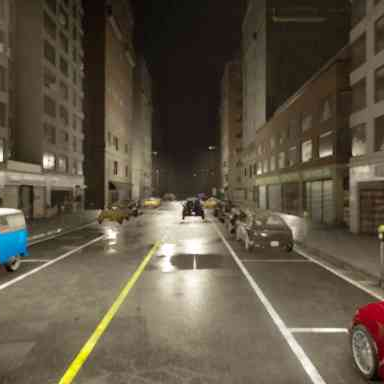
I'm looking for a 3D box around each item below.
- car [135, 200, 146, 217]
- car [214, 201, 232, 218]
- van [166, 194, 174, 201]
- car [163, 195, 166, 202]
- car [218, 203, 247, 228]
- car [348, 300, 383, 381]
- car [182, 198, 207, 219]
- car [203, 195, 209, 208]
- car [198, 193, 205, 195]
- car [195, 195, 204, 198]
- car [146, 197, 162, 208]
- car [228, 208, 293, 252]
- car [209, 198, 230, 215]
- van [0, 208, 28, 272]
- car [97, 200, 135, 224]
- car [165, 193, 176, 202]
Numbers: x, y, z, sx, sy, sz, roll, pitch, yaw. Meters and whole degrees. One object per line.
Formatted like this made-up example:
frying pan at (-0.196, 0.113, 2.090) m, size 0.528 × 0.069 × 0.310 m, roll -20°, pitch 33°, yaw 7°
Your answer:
car at (-5.665, 1.433, 30.258) m, size 1.967 × 1.590 × 4.097 m, roll 0°, pitch 0°, yaw 0°
car at (2.860, 1.576, 24.731) m, size 1.802 × 1.307 × 4.206 m, roll 0°, pitch 0°, yaw 0°
van at (-5.658, 1.342, 84.636) m, size 1.690 × 1.788 × 3.998 m, roll 0°, pitch 0°, yaw 0°
car at (-5.662, 1.542, 52.361) m, size 2.008 × 1.369 × 4.403 m, roll 0°, pitch 0°, yaw 0°
car at (2.859, 1.547, 19.205) m, size 2.008 × 1.369 × 4.403 m, roll 0°, pitch 0°, yaw 0°
car at (2.857, 1.582, 2.627) m, size 1.802 × 1.307 × 4.206 m, roll 0°, pitch 0°, yaw 0°
car at (0.107, 1.519, 28.710) m, size 1.812 × 1.442 × 4.674 m, roll 0°, pitch 0°, yaw 0°
car at (2.863, 1.516, 47.004) m, size 1.752 × 1.417 × 4.829 m, roll 0°, pitch 0°, yaw 0°
car at (2.867, 1.544, 79.133) m, size 1.887 × 1.381 × 4.507 m, roll 0°, pitch 0°, yaw 0°
car at (0.107, 1.483, 44.713) m, size 2.128 × 1.511 × 4.902 m, roll 0°, pitch 0°, yaw 0°
car at (-5.663, 1.516, 46.666) m, size 1.752 × 1.417 × 4.829 m, roll 0°, pitch 0°, yaw 0°
car at (2.858, 1.549, 13.680) m, size 2.008 × 1.369 × 4.403 m, roll 0°, pitch 0°, yaw 0°
car at (2.860, 1.433, 30.257) m, size 1.967 × 1.590 × 4.097 m, roll 0°, pitch 0°, yaw 0°
van at (-5.665, 1.340, 8.154) m, size 1.690 × 1.788 × 3.998 m, roll 0°, pitch 0°, yaw 0°
car at (-5.666, 1.520, 24.563) m, size 1.752 × 1.417 × 4.829 m, roll 0°, pitch 0°, yaw 0°
car at (-5.659, 1.314, 79.135) m, size 2.192 × 1.841 × 5.009 m, roll 0°, pitch 0°, yaw 0°
